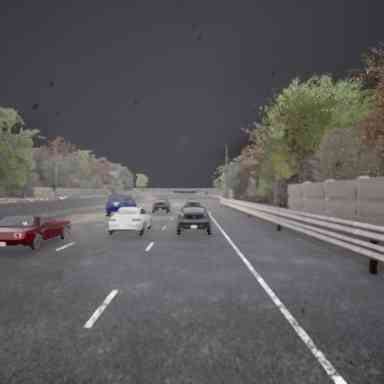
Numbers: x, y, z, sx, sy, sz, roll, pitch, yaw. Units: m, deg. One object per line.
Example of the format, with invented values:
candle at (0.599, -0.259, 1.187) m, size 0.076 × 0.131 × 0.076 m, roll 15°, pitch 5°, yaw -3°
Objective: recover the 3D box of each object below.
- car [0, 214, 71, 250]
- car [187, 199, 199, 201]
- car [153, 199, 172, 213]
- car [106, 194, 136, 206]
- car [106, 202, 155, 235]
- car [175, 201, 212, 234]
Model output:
car at (-6.896, 1.614, 14.322) m, size 1.895 × 1.301 × 4.718 m, roll 0°, pitch 0°, yaw 0°
car at (0.100, 1.550, 38.346) m, size 1.837 × 1.490 × 4.892 m, roll 0°, pitch 0°, yaw 0°
car at (-3.400, 1.549, 37.878) m, size 1.837 × 1.490 × 4.892 m, roll 0°, pitch 0°, yaw 0°
car at (-6.899, 1.258, 32.878) m, size 2.150 × 2.045 × 5.566 m, roll 0°, pitch 0°, yaw 0°
car at (-3.411, 1.544, 18.789) m, size 1.812 × 1.442 × 4.674 m, roll 0°, pitch 0°, yaw 0°
car at (0.102, 1.524, 19.324) m, size 1.837 × 1.490 × 4.892 m, roll 0°, pitch 0°, yaw 0°
